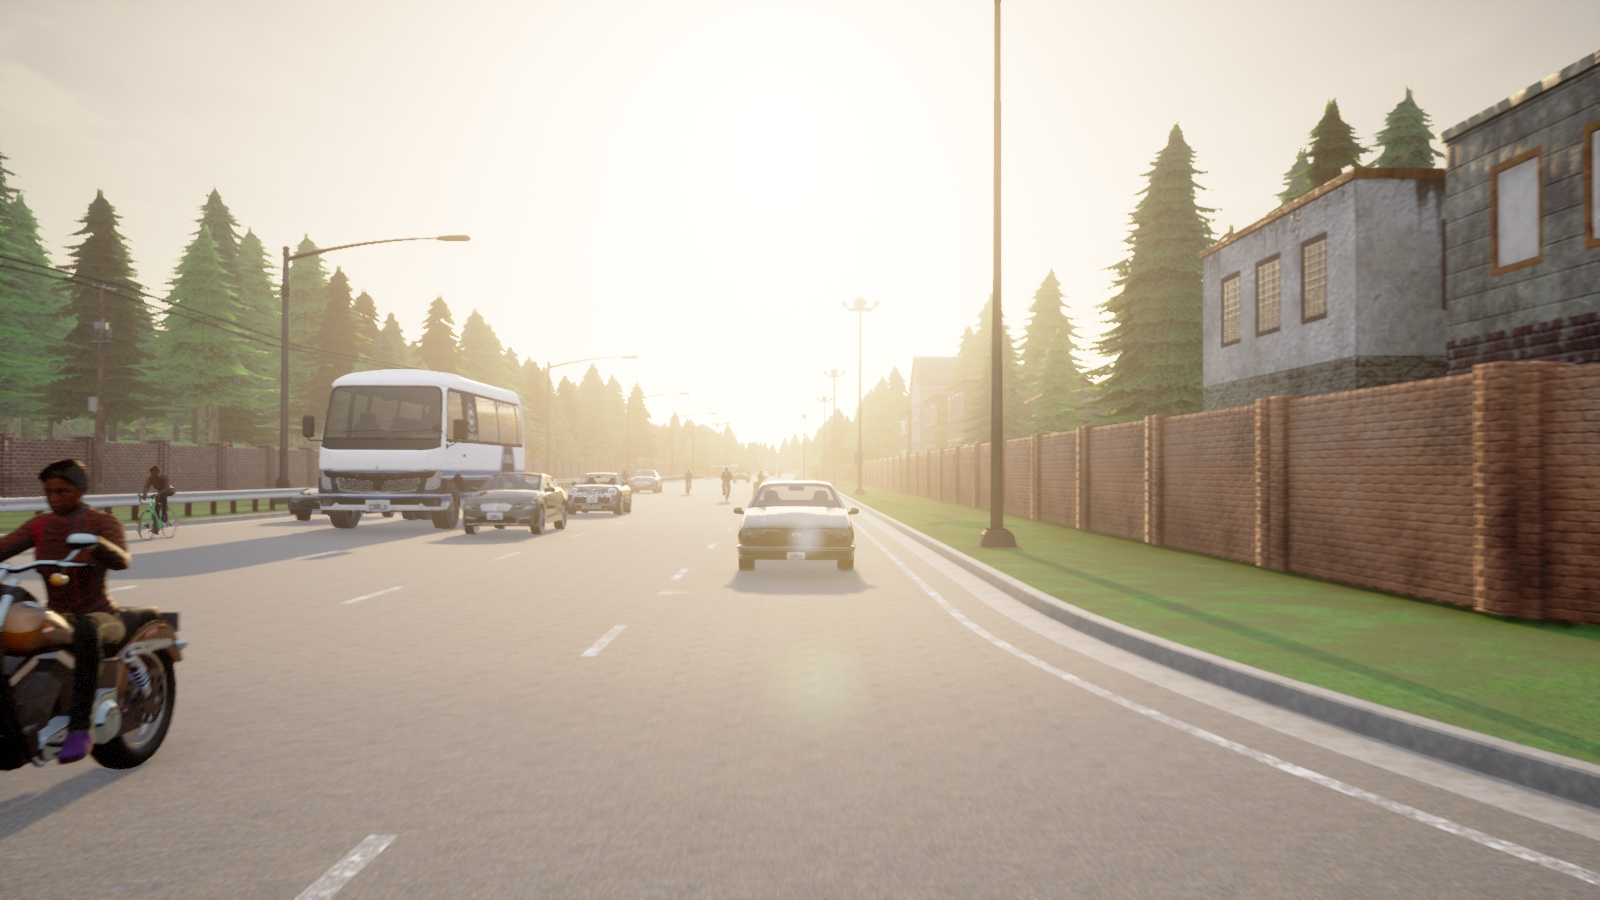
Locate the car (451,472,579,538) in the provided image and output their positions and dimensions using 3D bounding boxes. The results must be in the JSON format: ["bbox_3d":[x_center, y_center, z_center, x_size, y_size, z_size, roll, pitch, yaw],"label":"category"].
[{"bbox_3d":[-7.078,1.329,31.690,2.128,1.511,4.902,0,-1,0],"label":"car"}]

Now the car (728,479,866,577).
[{"bbox_3d":[-0.052,1.218,21.281,2.033,1.411,5.357,0,-1,0],"label":"car"}]

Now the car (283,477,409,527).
[{"bbox_3d":[-14.096,1.577,39.380,2.033,1.411,5.357,0,-1,0],"label":"car"}]

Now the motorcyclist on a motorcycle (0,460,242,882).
[{"bbox_3d":[-3.515,0.877,5.871,0.766,1.649,2.350,0,-1,0],"label":"motorcyclist on a motorcycle"}]

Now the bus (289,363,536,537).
[{"bbox_3d":[-10.593,0.082,35.999,3.944,4.253,10.273,0,-1,0],"label":"bus"}]

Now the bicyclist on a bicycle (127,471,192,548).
[{"bbox_3d":[-14.067,1.286,27.626,0.582,1.620,1.656,0,-1,0],"label":"bicyclist on a bicycle"}]

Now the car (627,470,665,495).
[{"bbox_3d":[-10.714,2.254,87.691,2.033,1.649,4.856,0,-1,0],"label":"car"}]

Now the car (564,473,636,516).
[{"bbox_3d":[-7.109,1.559,44.881,1.970,1.475,3.806,0,-1,0],"label":"car"}]
